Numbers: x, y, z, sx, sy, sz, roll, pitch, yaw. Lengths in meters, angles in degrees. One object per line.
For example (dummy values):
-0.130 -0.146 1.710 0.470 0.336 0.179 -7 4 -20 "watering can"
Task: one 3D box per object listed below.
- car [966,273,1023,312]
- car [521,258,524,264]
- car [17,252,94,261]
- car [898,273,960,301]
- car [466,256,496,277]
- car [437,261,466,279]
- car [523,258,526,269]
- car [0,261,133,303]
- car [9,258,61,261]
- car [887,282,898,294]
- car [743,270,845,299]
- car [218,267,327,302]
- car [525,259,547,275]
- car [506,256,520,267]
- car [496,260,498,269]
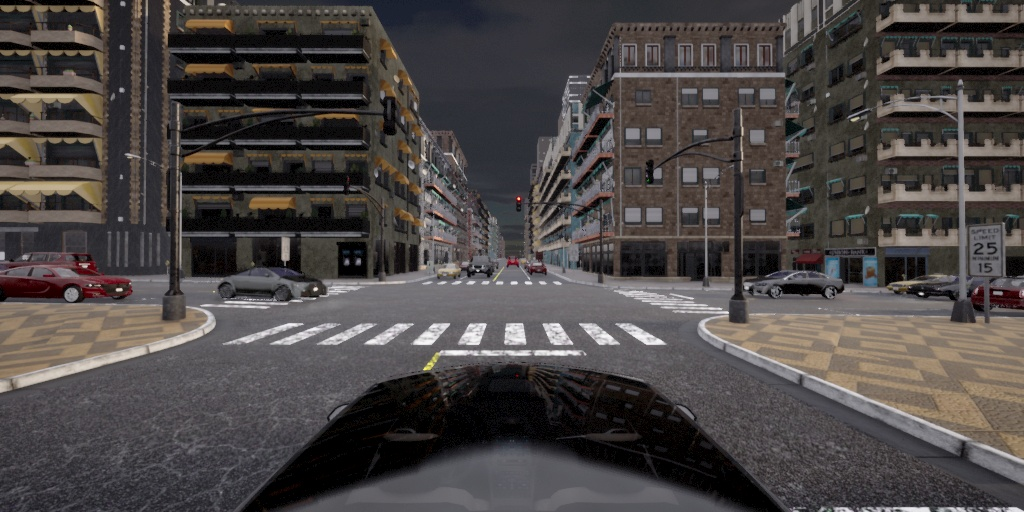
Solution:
20.846 1.499 13.950 4.097 1.591 1.967 0 0 0 "car"
2.741 1.341 54.868 1.802 1.307 4.207 0 0 0 "car"
-28.627 0.684 21.969 5.009 1.841 2.192 0 0 0 "car"
25.182 1.730 19.739 5.357 1.411 2.033 1 -1 0 "car"
-3.068 0.976 35.202 2.150 2.045 5.566 0 0 0 "car"
-5.660 1.280 32.626 1.751 1.417 4.829 0 0 0 "car"
2.731 1.196 43.821 1.967 1.591 4.097 0 0 0 "car"
-17.251 1.010 13.664 4.507 1.381 1.888 0 0 0 "car"
-24.515 0.925 16.212 5.357 1.411 2.033 1 -1 0 "car"
26.266 1.753 22.300 4.829 1.417 1.751 0 0 0 "car"
15.323 1.521 19.678 4.902 1.511 2.128 1 -1 -1 "car"
-10.388 1.186 15.690 4.181 1.385 1.994 2 -1 9 "car"
2.726 1.300 38.297 1.888 1.381 4.507 0 0 0 "car"
0.158 0.986 64.493 2.150 2.045 5.566 0 0 0 "car"
-3.057 1.261 45.241 1.837 1.490 4.892 0 0 0 "car"
